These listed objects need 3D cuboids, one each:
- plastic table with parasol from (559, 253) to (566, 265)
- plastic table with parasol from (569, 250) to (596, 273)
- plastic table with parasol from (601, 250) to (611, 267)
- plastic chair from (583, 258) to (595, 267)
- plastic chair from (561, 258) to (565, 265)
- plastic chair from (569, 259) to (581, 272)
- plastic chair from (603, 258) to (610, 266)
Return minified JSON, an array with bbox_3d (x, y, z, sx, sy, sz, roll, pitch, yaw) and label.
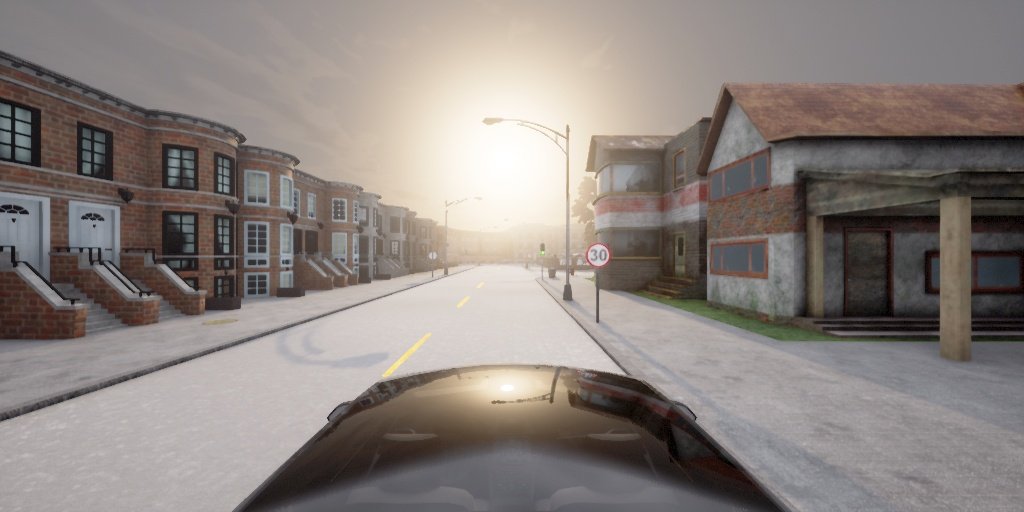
[{"bbox_3d":[9.622,0.698,56.638,2.482,2.480,2.482,0,0,-40],"label":"plastic table with parasol"},{"bbox_3d":[10.064,0.733,52.148,2.482,2.480,2.482,0,0,-40],"label":"plastic table with parasol"},{"bbox_3d":[15.294,0.702,53.150,2.482,2.480,2.482,0,0,-40],"label":"plastic table with parasol"},{"bbox_3d":[10.966,1.337,51.175,0.750,1.272,0.730,0,0,-35],"label":"plastic chair"},{"bbox_3d":[8.592,1.299,55.894,0.730,1.272,0.750,0,0,-40],"label":"plastic chair"},{"bbox_3d":[9.033,1.337,51.404,0.730,1.272,0.750,0,0,-40],"label":"plastic chair"},{"bbox_3d":[14.263,1.318,52.406,0.730,1.272,0.750,0,0,-40],"label":"plastic chair"}]
